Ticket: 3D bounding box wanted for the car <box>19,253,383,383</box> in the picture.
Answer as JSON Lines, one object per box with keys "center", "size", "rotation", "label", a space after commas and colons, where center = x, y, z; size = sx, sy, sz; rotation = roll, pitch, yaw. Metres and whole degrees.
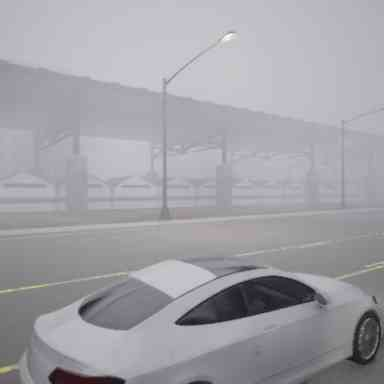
{"center": [0.497, 1.519, 4.117], "size": [4.674, 1.442, 1.812], "rotation": [0, 0, -35], "label": "car"}
